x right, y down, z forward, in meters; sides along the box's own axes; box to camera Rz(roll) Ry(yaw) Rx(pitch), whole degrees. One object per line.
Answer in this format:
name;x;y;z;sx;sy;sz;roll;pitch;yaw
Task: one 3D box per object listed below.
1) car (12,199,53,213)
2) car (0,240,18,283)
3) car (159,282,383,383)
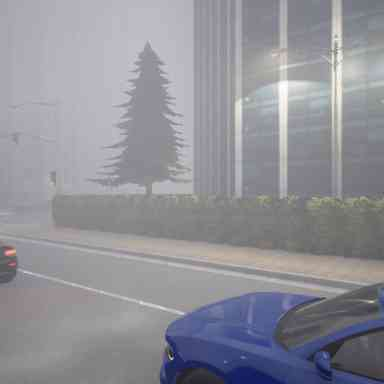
car;-17.175;1.547;37.424;2.033;1.411;5.357;0;0;36
car;-6.154;1.526;8.337;4.674;1.442;1.812;0;0;36
car;1.974;1.478;2.585;5.008;1.535;1.882;0;0;36
